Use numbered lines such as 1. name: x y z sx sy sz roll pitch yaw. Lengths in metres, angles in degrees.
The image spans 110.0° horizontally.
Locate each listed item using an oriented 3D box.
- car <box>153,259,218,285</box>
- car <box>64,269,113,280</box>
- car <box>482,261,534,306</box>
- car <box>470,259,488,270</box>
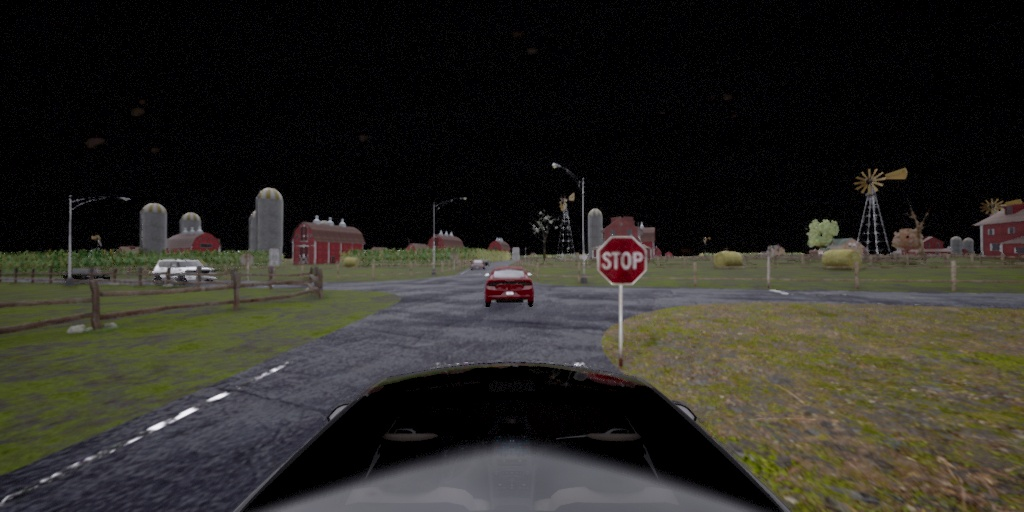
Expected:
1. car: -27.294 1.298 29.926 5.566 2.045 2.150 -1 -1 21
2. car: -42.082 1.914 35.642 4.718 1.301 1.895 -1 -1 21
3. car: -0.151 1.183 15.585 1.882 1.535 5.008 -1 1 -2
4. car: -4.682 1.206 49.585 1.812 1.442 4.674 0 0 -2
